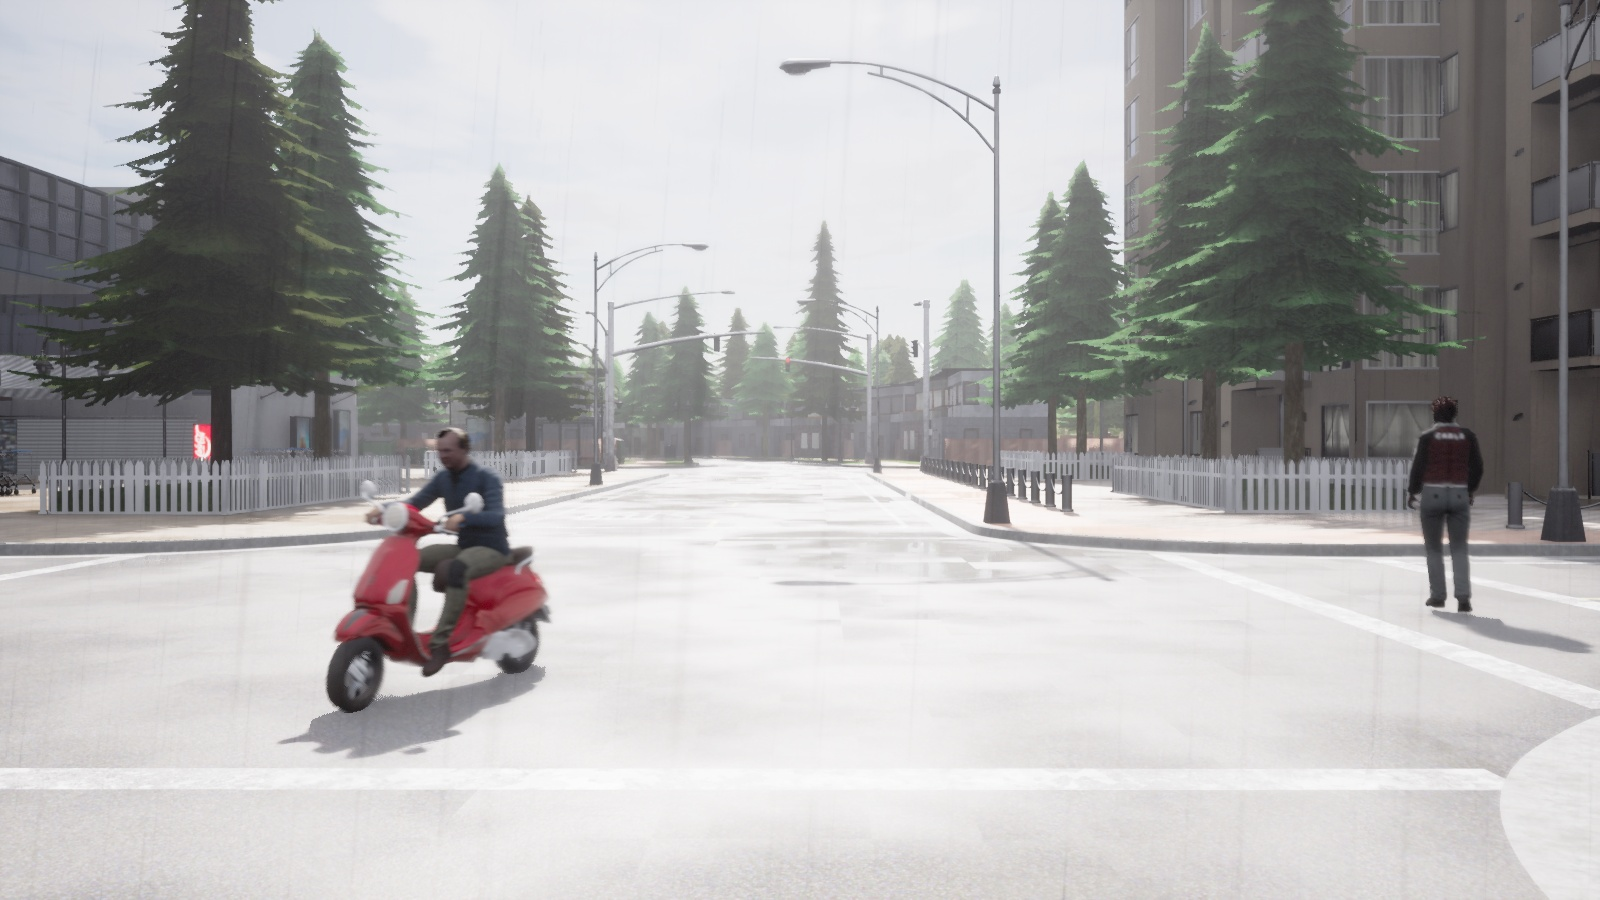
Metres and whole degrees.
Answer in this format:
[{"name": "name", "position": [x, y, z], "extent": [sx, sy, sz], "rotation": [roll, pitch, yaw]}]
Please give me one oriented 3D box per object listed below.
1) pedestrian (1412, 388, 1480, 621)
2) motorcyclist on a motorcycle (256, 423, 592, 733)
[{"name": "pedestrian", "position": [5.534, 0.446, 10.775], "extent": [0.402, 1.930, 0.666], "rotation": [0, 0, 17]}, {"name": "motorcyclist on a motorcycle", "position": [-2.169, 0.654, 7.503], "extent": [0.866, 1.590, 1.817], "rotation": [2, 1, 28]}]
